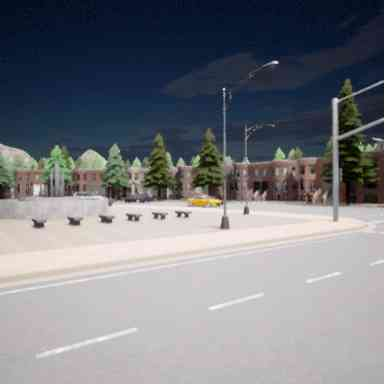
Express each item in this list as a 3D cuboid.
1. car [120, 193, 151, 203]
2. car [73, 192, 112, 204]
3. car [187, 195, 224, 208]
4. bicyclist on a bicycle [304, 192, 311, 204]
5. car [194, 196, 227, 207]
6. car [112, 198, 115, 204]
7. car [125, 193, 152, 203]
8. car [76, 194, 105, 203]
[{"bbox_3d":[-10.076,1.207,57.564,4.892,1.490,1.837,0,0,22],"label":"car"},{"bbox_3d":[-16.085,1.023,52.395,5.566,2.045,2.150,0,0,16],"label":"car"},{"bbox_3d":[1.561,1.182,41.335,1.882,1.535,5.008,-1,0,-45],"label":"car"},{"bbox_3d":[16.249,0.833,46.647,1.656,1.620,0.582,-1,1,-37],"label":"bicyclist on a bicycle"},{"bbox_3d":[2.482,1.232,45.274,4.181,1.385,1.994,0,0,43],"label":"car"},{"bbox_3d":[-15.117,1.299,55.760,4.674,1.442,1.812,-1,0,16],"label":"car"},{"bbox_3d":[-9.833,1.028,61.183,4.553,1.767,2.097,0,0,21],"label":"car"},{"bbox_3d":[-19.445,1.239,63.888,4.902,1.511,2.128,0,0,7],"label":"car"}]
